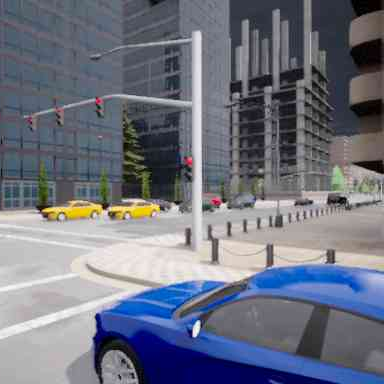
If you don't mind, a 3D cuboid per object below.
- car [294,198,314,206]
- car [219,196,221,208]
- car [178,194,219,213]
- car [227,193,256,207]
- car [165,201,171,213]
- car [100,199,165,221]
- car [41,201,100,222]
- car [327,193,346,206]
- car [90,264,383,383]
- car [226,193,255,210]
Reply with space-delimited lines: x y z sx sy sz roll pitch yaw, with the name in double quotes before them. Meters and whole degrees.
"car" 17.929 1.590 53.120 1.895 1.301 4.718 0 0 36
"car" 1.704 1.230 42.933 2.150 2.045 5.566 0 0 35
"car" 0.515 1.351 35.307 2.097 1.767 4.553 0 0 36
"car" 7.717 1.230 51.210 2.150 2.045 5.566 0 0 36
"car" -4.196 1.499 34.761 2.128 1.511 4.902 0 0 36
"car" -4.845 1.476 27.881 1.882 1.535 5.008 0 0 36
"car" -9.700 1.485 27.145 1.882 1.535 5.008 0 0 36
"car" 24.389 1.200 56.099 2.150 2.045 5.566 0 0 36
"car" 1.102 1.480 3.207 5.008 1.535 1.882 0 0 35
"car" 6.312 1.351 43.324 2.097 1.767 4.553 0 0 36
